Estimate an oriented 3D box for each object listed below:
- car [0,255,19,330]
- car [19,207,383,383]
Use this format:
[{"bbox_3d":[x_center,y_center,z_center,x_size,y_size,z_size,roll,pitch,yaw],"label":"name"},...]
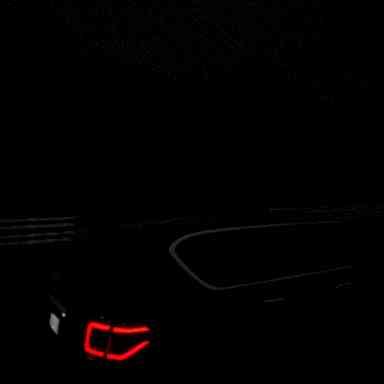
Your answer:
[{"bbox_3d":[-4.072,1.547,5.143,5.357,1.411,2.033,0,0,-36],"label":"car"},{"bbox_3d":[0.984,1.228,4.452,5.566,2.045,2.150,0,0,-35],"label":"car"}]
